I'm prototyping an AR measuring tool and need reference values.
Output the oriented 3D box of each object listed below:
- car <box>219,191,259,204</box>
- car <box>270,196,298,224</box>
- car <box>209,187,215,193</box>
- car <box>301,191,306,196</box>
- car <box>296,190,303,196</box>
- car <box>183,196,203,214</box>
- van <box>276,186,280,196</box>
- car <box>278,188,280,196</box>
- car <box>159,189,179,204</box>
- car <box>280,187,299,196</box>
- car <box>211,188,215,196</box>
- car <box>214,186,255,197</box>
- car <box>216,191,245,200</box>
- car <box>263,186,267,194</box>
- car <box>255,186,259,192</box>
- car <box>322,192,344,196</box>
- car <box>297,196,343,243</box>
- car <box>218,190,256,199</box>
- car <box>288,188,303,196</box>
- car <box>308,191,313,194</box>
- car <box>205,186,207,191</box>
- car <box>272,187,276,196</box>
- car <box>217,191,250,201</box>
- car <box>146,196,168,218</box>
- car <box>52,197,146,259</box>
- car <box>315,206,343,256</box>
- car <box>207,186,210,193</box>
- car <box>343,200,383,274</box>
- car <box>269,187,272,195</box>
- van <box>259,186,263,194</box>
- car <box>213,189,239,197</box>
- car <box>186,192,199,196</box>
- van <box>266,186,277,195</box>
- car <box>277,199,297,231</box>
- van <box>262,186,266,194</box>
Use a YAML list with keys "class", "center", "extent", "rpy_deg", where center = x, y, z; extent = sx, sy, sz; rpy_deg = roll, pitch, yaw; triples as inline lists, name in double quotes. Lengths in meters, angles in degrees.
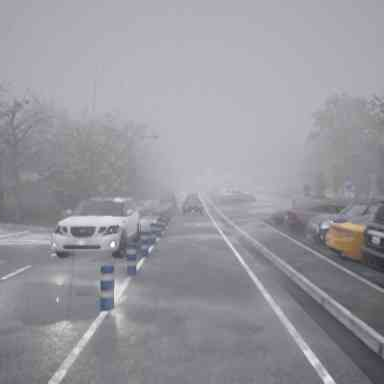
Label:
- class: "car"
  center: [6.758, 0.956, 48.286]
  extent: [4.792, 1.488, 2.163]
  rpy_deg: [0, 2, 0]
- class: "car"
  center: [6.779, 1.172, 18.466]
  extent: [4.792, 1.488, 2.163]
  rpy_deg: [0, 2, 1]
- class: "car"
  center: [6.761, 0.269, 67.829]
  extent: [5.366, 1.575, 1.946]
  rpy_deg: [0, 2, 0]
- class: "car"
  center: [19.860, 0.857, 50.947]
  extent: [4.792, 1.488, 2.163]
  rpy_deg: [0, 2, 0]
- class: "car"
  center: [19.909, 0.775, 53.716]
  extent: [4.674, 1.452, 2.002]
  rpy_deg: [0, 2, 0]
- class: "car"
  center: [0.090, 1.387, 32.659]
  extent: [1.895, 1.301, 4.718]
  rpy_deg: [0, 2, 0]
- class: "van"
  center: [20.142, 0.042, 67.671]
  extent: [4.442, 1.987, 1.878]
  rpy_deg: [0, 2, 0]
- class: "car"
  center: [19.973, 0.392, 64.788]
  extent: [4.792, 1.488, 2.163]
  rpy_deg: [0, 2, 0]
- class: "car"
  center: [-3.346, 0.587, 47.269]
  extent: [2.150, 2.045, 5.566]
  rpy_deg: [0, 1, 0]
- class: "car"
  center: [20.008, 0.204, 62.011]
  extent: [5.566, 2.045, 2.435]
  rpy_deg: [0, 2, 0]
- class: "car"
  center: [6.715, 0.457, 62.159]
  extent: [5.366, 1.575, 1.946]
  rpy_deg: [0, 2, 0]
- class: "car"
  center: [6.861, 0.489, 53.825]
  extent: [5.566, 2.045, 2.435]
  rpy_deg: [0, 2, 0]
- class: "car"
  center: [6.884, 0.554, 59.383]
  extent: [4.892, 1.521, 2.231]
  rpy_deg: [0, 2, 0]
- class: "car"
  center: [20.119, -0.044, 78.623]
  extent: [5.008, 1.535, 2.097]
  rpy_deg: [0, 1, 0]
- class: "car"
  center: [20.154, -0.502, 86.924]
  extent: [5.566, 2.045, 2.435]
  rpy_deg: [0, 1, 0]
- class: "car"
  center: [19.840, 1.010, 45.532]
  extent: [5.008, 1.535, 2.097]
  rpy_deg: [0, 2, 0]
- class: "car"
  center: [6.789, 1.163, 12.894]
  extent: [4.553, 1.767, 2.185]
  rpy_deg: [0, 1, 1]
- class: "car"
  center: [6.815, 0.833, 51.059]
  extent: [5.008, 1.535, 2.097]
  rpy_deg: [0, 2, 0]
- class: "car"
  center: [19.749, 0.639, 56.485]
  extent: [5.366, 1.575, 1.946]
  rpy_deg: [0, 2, 0]
- class: "car"
  center: [19.899, 0.791, 48.298]
  extent: [4.553, 1.767, 2.185]
  rpy_deg: [0, 2, 0]
- class: "car"
  center: [6.963, -0.389, 92.674]
  extent: [5.366, 1.575, 1.946]
  rpy_deg: [0, 1, 0]
- class: "car"
  center: [20.077, 0.210, 70.450]
  extent: [4.792, 1.488, 2.163]
  rpy_deg: [0, 2, 0]
- class: "car"
  center: [7.040, 0.643, 56.607]
  extent: [5.366, 1.575, 1.946]
  rpy_deg: [0, 2, 0]
- class: "car"
  center: [-3.357, 1.408, 28.831]
  extent: [1.812, 1.442, 4.674]
  rpy_deg: [0, 1, 0]
- class: "car"
  center: [-3.360, 1.210, 12.864]
  extent: [2.150, 2.045, 5.566]
  rpy_deg: [0, -1, 0]
- class: "car"
  center: [6.728, 1.353, 10.119]
  extent: [5.008, 1.535, 2.097]
  rpy_deg: [0, 1, 1]
- class: "car"
  center: [7.074, -0.218, 87.122]
  extent: [4.792, 1.488, 2.163]
  rpy_deg: [0, 1, 0]
- class: "car"
  center: [6.736, 1.158, 7.321]
  extent: [5.566, 2.045, 2.435]
  rpy_deg: [0, 1, 1]
- class: "car"
  center: [20.098, 0.133, 73.088]
  extent: [4.792, 1.488, 2.163]
  rpy_deg: [0, 2, 0]
- class: "van"
  center: [20.042, -0.407, 84.156]
  extent: [4.442, 1.987, 1.878]
  rpy_deg: [0, 1, 0]
- class: "car"
  center: [7.153, 0.185, 70.477]
  extent: [5.366, 1.575, 1.946]
  rpy_deg: [0, 2, 0]
- class: "car"
  center: [0.089, 0.745, 51.076]
  extent: [2.128, 1.511, 4.902]
  rpy_deg: [0, 2, 0]
- class: "van"
  center: [19.983, -0.197, 75.833]
  extent: [4.442, 1.987, 1.878]
  rpy_deg: [0, 2, 0]
- class: "car"
  center: [6.812, 1.245, 15.683]
  extent: [4.792, 1.488, 2.163]
  rpy_deg: [0, 1, 1]
- class: "van"
  center: [20.253, -0.339, 81.385]
  extent: [4.442, 1.987, 1.878]
  rpy_deg: [0, 1, 0]
